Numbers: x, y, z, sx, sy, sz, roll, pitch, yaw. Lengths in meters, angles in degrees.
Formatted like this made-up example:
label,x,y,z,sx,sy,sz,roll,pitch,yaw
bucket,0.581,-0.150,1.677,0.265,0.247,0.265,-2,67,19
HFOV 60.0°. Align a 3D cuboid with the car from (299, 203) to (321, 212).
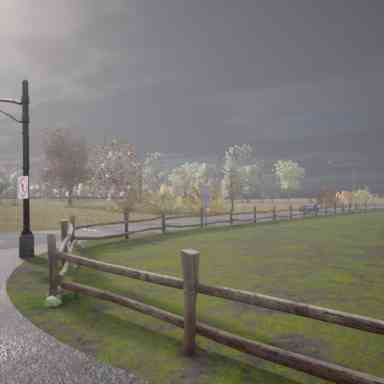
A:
label,x,y,z,sx,sy,sz,roll,pitch,yaw
car,18.823,2.449,53.022,2.033,1.411,5.357,-1,-2,40
